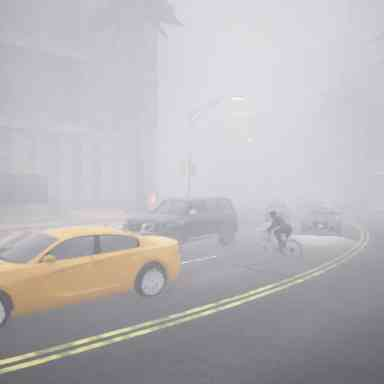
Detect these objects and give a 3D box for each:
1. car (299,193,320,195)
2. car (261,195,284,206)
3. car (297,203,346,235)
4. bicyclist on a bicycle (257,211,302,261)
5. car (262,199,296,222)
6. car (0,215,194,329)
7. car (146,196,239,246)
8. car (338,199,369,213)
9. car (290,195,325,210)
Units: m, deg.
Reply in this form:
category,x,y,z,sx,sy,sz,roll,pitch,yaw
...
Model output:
category,x,y,z,sx,sy,sz,roll,pitch,yaw
car,16.112,1.221,47.262,2.150,2.045,5.566,0,0,-15
car,11.901,1.352,48.684,2.097,1.767,4.553,0,0,-17
car,7.466,1.562,18.889,1.994,1.385,4.181,0,0,26
bicyclist on a bicycle,2.872,1.455,11.129,1.656,1.620,0.582,-3,-2,43
car,6.873,1.548,26.862,2.033,1.411,5.357,0,0,12
car,-2.536,1.478,6.865,5.008,1.535,1.882,0,0,-40
car,-0.259,1.220,13.463,2.150,2.045,5.566,0,0,41
car,17.708,1.491,37.171,2.128,1.511,4.902,0,0,-3
car,13.967,1.478,39.726,1.882,1.535,5.008,0,0,-6
